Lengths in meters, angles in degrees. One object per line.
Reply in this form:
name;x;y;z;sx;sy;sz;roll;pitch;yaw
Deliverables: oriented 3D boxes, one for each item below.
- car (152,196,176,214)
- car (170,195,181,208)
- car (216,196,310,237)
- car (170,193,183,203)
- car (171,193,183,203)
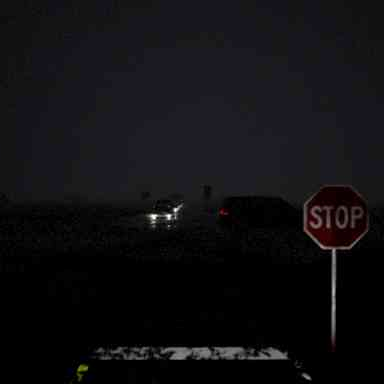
car;-3.074;1.461;35.831;1.882;1.535;5.008;0;0;1
car;-3.024;1.509;48.033;1.812;1.442;4.674;0;0;0
car;4.097;1.228;17.832;5.566;2.045;2.150;0;0;0
car;-3.022;1.206;58.822;2.150;2.045;5.566;0;0;0
car;-3.057;1.211;69.304;2.150;2.045;5.566;0;0;0
